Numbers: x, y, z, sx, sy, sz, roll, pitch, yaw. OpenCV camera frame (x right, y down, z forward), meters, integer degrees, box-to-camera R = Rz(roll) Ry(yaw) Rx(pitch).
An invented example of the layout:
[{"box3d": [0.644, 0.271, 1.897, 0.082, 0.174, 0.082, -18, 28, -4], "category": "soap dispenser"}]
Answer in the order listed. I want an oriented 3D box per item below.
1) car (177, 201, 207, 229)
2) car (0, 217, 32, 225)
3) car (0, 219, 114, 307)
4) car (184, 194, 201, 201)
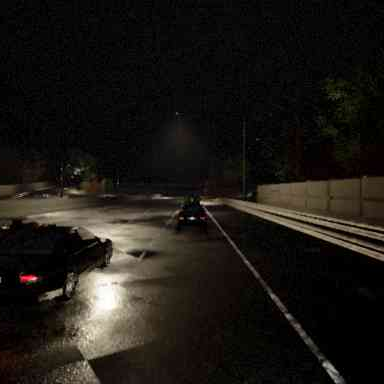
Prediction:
[{"box3d": [0.008, 1.546, 21.335, 2.033, 1.411, 5.357, 0, 0, 0], "category": "car"}, {"box3d": [-6.896, 1.597, 12.761, 1.895, 1.301, 4.718, 0, 0, 0], "category": "car"}, {"box3d": [-3.398, 1.544, 8.196, 2.033, 1.411, 5.357, 0, 0, 0], "category": "car"}, {"box3d": [0.032, 1.244, 48.047, 2.150, 2.045, 5.566, 0, 0, 0], "category": "car"}]
